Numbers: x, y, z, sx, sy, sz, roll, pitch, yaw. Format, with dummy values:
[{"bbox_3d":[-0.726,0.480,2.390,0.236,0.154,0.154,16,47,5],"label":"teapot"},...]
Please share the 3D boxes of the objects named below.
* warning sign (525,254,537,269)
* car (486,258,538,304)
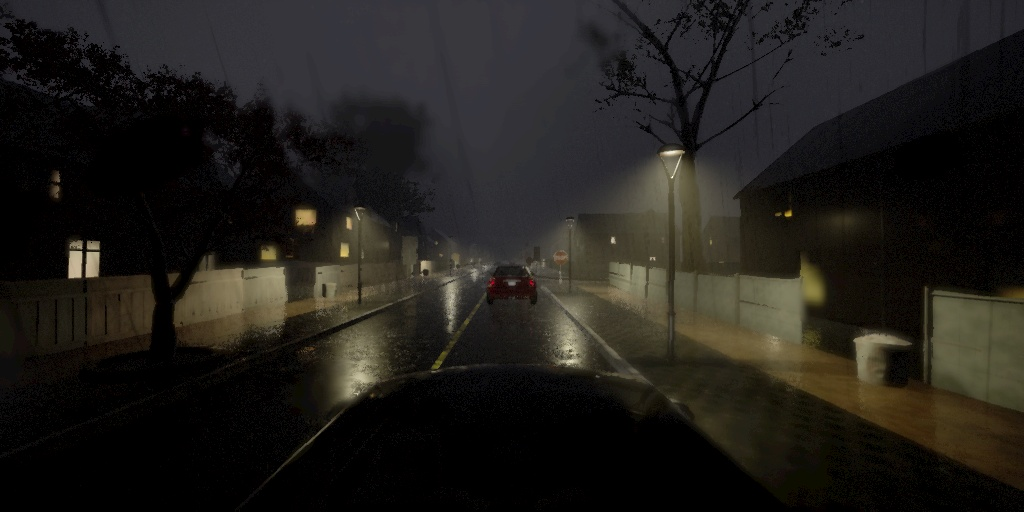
[{"bbox_3d":[2.517,0.939,50.923,1.300,1.860,1.060,0,0,0],"label":"warning sign"},{"bbox_3d":[0.000,1.129,16.478,2.097,1.767,4.553,0,0,0],"label":"car"}]
